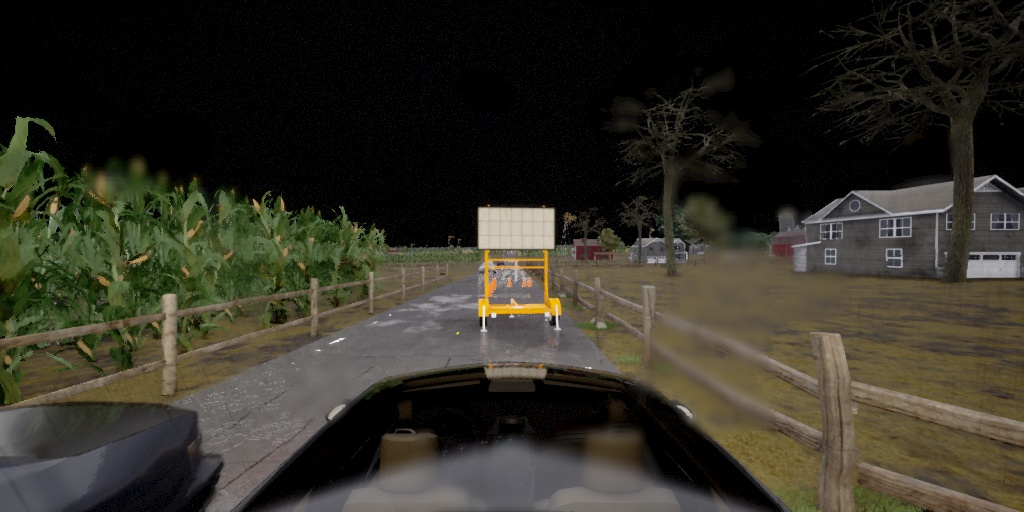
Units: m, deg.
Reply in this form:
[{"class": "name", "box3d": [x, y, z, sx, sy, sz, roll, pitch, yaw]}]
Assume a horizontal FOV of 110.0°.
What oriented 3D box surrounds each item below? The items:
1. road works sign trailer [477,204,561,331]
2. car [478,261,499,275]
[{"class": "road works sign trailer", "box3d": [0.122, 0.227, 11.047, 2.380, 3.560, 2.880, 0, 0, -5]}, {"class": "car", "box3d": [-2.833, 1.387, 41.797, 1.812, 1.442, 4.674, 0, 0, 0]}]
